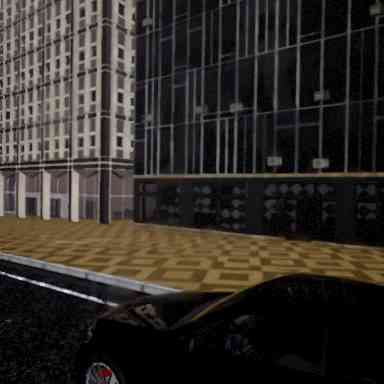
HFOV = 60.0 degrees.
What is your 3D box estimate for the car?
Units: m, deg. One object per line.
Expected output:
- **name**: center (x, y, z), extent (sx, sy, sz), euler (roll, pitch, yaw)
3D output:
- **car**: center (0.925, 1.529, 3.025), extent (4.674, 1.442, 1.812), euler (0, 0, 36)
